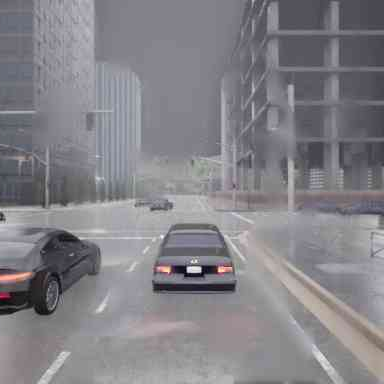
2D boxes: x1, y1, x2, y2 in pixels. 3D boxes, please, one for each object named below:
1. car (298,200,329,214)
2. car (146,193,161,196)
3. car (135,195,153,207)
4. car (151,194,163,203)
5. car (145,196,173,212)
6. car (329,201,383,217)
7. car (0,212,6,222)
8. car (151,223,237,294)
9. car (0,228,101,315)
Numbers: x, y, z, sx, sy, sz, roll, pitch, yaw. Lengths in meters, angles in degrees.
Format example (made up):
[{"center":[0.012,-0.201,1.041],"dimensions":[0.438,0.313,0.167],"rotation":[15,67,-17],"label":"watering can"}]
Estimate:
[{"center":[12.969,1.508,33.733],"dimensions":[4.181,1.385,1.994],"rotation":[0,0,0],"label":"car"},{"center":[-7.207,1.221,58.513],"dimensions":[2.150,2.045,5.566],"rotation":[0,0,0],"label":"car"},{"center":[-7.206,1.564,49.195],"dimensions":[1.994,1.385,4.181],"rotation":[0,0,0],"label":"car"},{"center":[-7.161,1.352,68.336],"dimensions":[2.097,1.767,4.553],"rotation":[0,0,0],"label":"car"},{"center":[-3.505,1.534,38.452],"dimensions":[2.033,1.411,5.357],"rotation":[0,-1,7],"label":"car"},{"center":[15.837,1.492,30.250],"dimensions":[5.357,1.411,2.033],"rotation":[0,0,0],"label":"car"},{"center":[-15.042,1.528,22.640],"dimensions":[4.181,1.385,1.994],"rotation":[0,0,-1],"label":"car"},{"center":[0.051,1.547,8.937],"dimensions":[2.033,1.411,5.357],"rotation":[0,0,0],"label":"car"},{"center":[-3.456,1.526,7.419],"dimensions":[1.812,1.442,4.674],"rotation":[0,0,0],"label":"car"}]
